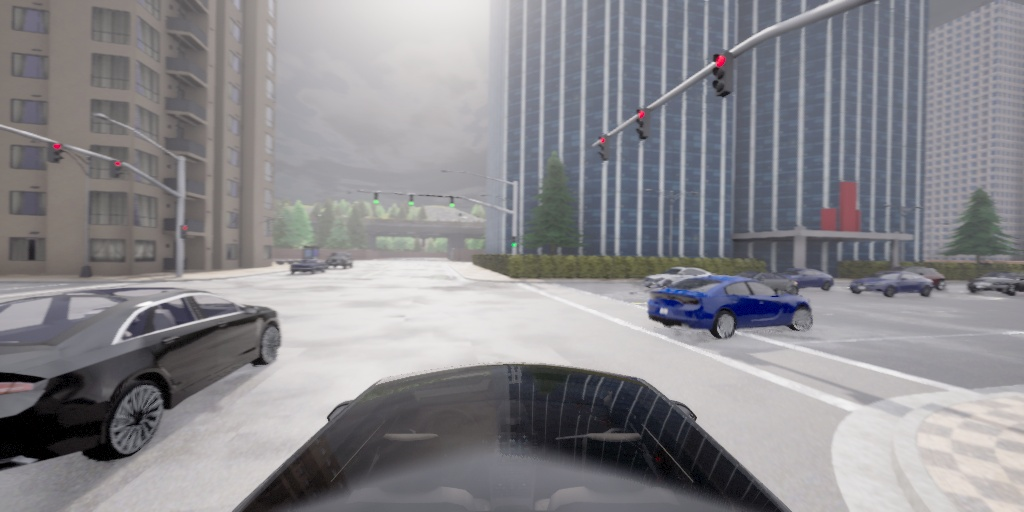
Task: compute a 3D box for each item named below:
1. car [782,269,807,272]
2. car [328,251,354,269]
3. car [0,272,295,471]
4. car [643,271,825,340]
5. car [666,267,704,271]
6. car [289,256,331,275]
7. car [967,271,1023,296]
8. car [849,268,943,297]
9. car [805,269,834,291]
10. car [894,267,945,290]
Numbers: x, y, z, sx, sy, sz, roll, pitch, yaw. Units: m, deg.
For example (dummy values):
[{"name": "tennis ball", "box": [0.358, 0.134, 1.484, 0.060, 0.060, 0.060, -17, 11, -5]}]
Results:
[{"name": "car", "box": [12.944, 1.500, 19.161, 4.181, 1.385, 1.994, 1, 0, -13]}, {"name": "car", "box": [-20.350, 0.472, 42.521, 2.150, 2.045, 5.566, 1, 0, -12]}, {"name": "car", "box": [-4.778, 1.145, 4.636, 2.128, 1.511, 4.902, 1, 0, -12]}, {"name": "car", "box": [6.238, 1.317, 10.221, 5.008, 1.535, 1.882, 1, -1, -22]}, {"name": "car", "box": [10.444, 1.407, 22.179, 4.674, 1.442, 1.812, 1, 0, -13]}, {"name": "car", "box": [-18.123, 0.925, 32.085, 1.895, 1.301, 4.718, 1, 0, -12]}, {"name": "car", "box": [32.679, 1.779, 23.654, 4.902, 1.511, 2.128, 1, 0, -13]}, {"name": "car", "box": [22.615, 1.634, 21.364, 4.674, 1.442, 1.812, 1, 0, -13]}, {"name": "car", "box": [19.298, 1.564, 24.201, 4.674, 1.442, 1.812, 1, 0, -12]}, {"name": "car", "box": [29.133, 1.565, 26.439, 4.553, 1.767, 2.097, 1, 0, -13]}]
